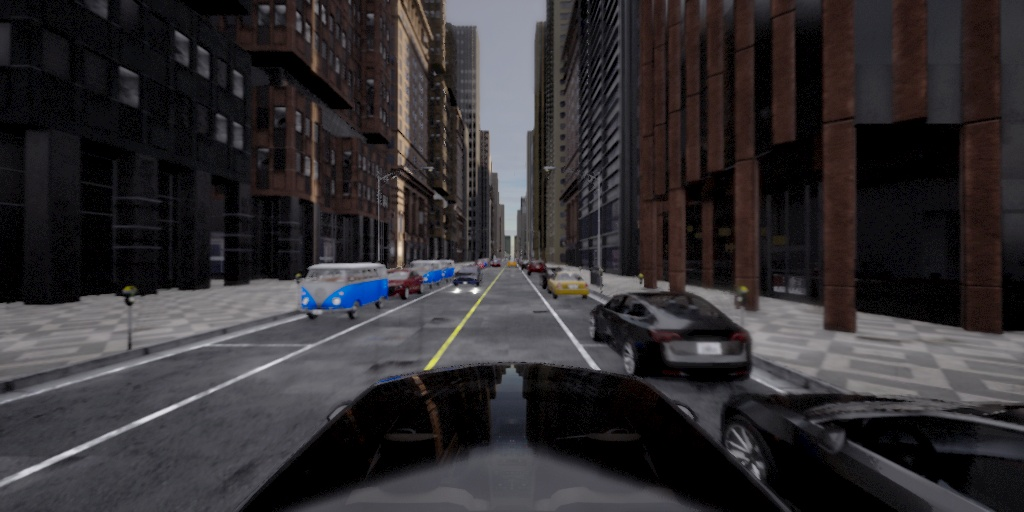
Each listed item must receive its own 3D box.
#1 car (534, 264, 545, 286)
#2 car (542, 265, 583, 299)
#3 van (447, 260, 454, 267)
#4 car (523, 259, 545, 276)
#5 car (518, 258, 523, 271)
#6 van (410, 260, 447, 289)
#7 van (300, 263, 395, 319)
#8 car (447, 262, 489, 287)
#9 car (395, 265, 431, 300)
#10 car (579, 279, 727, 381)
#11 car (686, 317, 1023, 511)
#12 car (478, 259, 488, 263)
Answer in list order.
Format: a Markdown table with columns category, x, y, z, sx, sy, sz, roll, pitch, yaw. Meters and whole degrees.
| category | x | y | z | sx | sy | sz | roll | pitch | yaw |
| --- | --- | --- | --- | --- | --- | --- | --- | --- | --- |
| car | 2.767 | 1.421 | 23.958 | 1.948 | 1.339 | 4.313 | 0 | 0 | 0 |
| car | 2.766 | 1.353 | 18.510 | 1.751 | 1.417 | 4.829 | 0 | 0 | 0 |
| van | -5.757 | 1.224 | 29.570 | 1.690 | 1.789 | 3.998 | 0 | 0 | 0 |
| car | 2.770 | 1.254 | 40.815 | 2.192 | 1.841 | 5.009 | 0 | 0 | 0 |
| car | 2.371 | 1.497 | 56.041 | 1.882 | 1.535 | 5.008 | 0 | 0 | 0 |
| van | -5.758 | 1.196 | 23.951 | 1.690 | 1.789 | 3.998 | 0 | 0 | 0 |
| van | -5.760 | 1.142 | 12.715 | 1.690 | 1.789 | 3.998 | 0 | 0 | 0 |
| car | -3.094 | 1.414 | 26.327 | 2.033 | 1.411 | 5.357 | 0 | 0 | 0 |
| car | -5.759 | 1.373 | 18.333 | 1.888 | 1.381 | 4.507 | 0 | 0 | 0 |
| car | 2.764 | 1.341 | 7.102 | 1.948 | 1.339 | 4.313 | 0 | 0 | 0 |
| car | 2.763 | 1.315 | 1.484 | 1.948 | 1.339 | 4.313 | 0 | 0 | 0 |
| car | -5.750 | 1.605 | 63.279 | 1.888 | 1.381 | 4.507 | 0 | 0 | 0 |
